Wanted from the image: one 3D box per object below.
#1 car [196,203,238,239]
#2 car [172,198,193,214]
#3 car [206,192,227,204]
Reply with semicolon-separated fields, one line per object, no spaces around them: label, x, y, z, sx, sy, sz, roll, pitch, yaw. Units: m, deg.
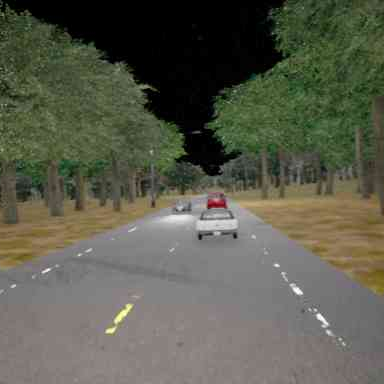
car;1.265;1.507;16.725;1.895;1.301;4.718;-3;0;4
car;-0.989;1.437;34.941;2.128;1.511;4.902;-3;0;4
car;2.741;0.987;36.928;2.150;2.045;5.566;-3;0;4
